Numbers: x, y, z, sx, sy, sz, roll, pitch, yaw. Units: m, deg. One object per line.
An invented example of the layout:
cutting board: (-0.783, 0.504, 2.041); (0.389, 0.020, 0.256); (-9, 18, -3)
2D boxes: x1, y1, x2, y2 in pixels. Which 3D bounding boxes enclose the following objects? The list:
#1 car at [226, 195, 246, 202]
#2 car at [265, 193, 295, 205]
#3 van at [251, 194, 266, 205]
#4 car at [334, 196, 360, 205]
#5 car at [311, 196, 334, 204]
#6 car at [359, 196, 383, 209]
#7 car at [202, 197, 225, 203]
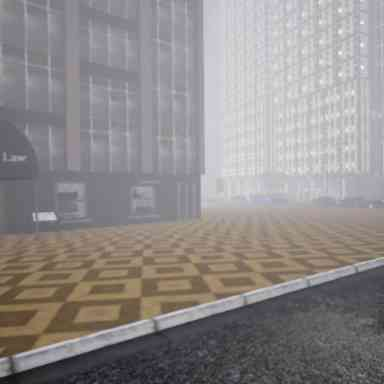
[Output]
car: (10.027, 1.424, 73.103); (1.837, 1.490, 4.892); (-1, -1, -24)
car: (14.885, 1.342, 54.730); (2.128, 1.511, 4.902); (-1, 0, -24)
van: (11.497, 1.263, 55.856); (1.690, 1.788, 3.998); (-2, 0, -24)
car: (23.748, 1.216, 49.013); (1.947, 1.339, 4.313); (-2, 0, -24)
car: (21.450, 1.297, 54.146); (1.947, 1.339, 4.313); (-2, 0, -24)
car: (20.695, 1.149, 35.319); (2.008, 1.369, 4.403); (-2, 0, -24)
car: (4.611, 1.724, 71.257); (2.008, 1.369, 4.403); (-2, 0, -24)
